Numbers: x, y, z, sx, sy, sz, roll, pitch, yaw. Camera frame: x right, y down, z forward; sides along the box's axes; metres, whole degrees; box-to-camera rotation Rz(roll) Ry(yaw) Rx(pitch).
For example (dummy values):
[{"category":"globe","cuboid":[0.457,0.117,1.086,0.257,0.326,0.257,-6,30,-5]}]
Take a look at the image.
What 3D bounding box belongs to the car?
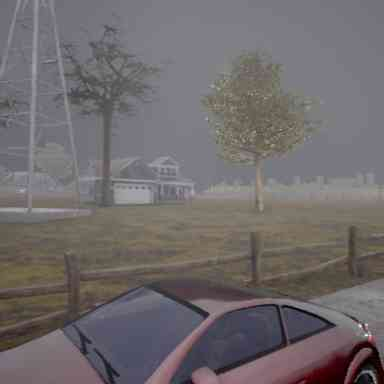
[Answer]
[{"category":"car","cuboid":[-0.097,1.574,3.004,4.181,1.385,1.994,0,0,-36]}]
